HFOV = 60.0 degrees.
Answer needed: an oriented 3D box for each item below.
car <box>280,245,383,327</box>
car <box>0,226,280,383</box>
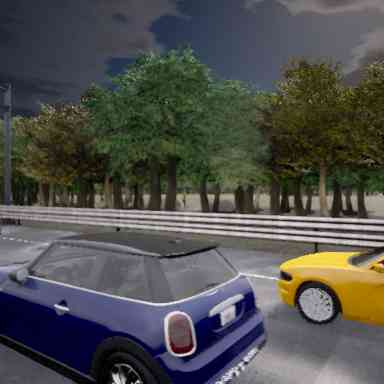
[{"bbox_3d":[3.952,1.483,5.456,5.008,1.535,1.882,0,0,35],"label":"car"},{"bbox_3d":[-1.330,1.373,4.873,4.553,1.767,2.097,0,0,35],"label":"car"}]
